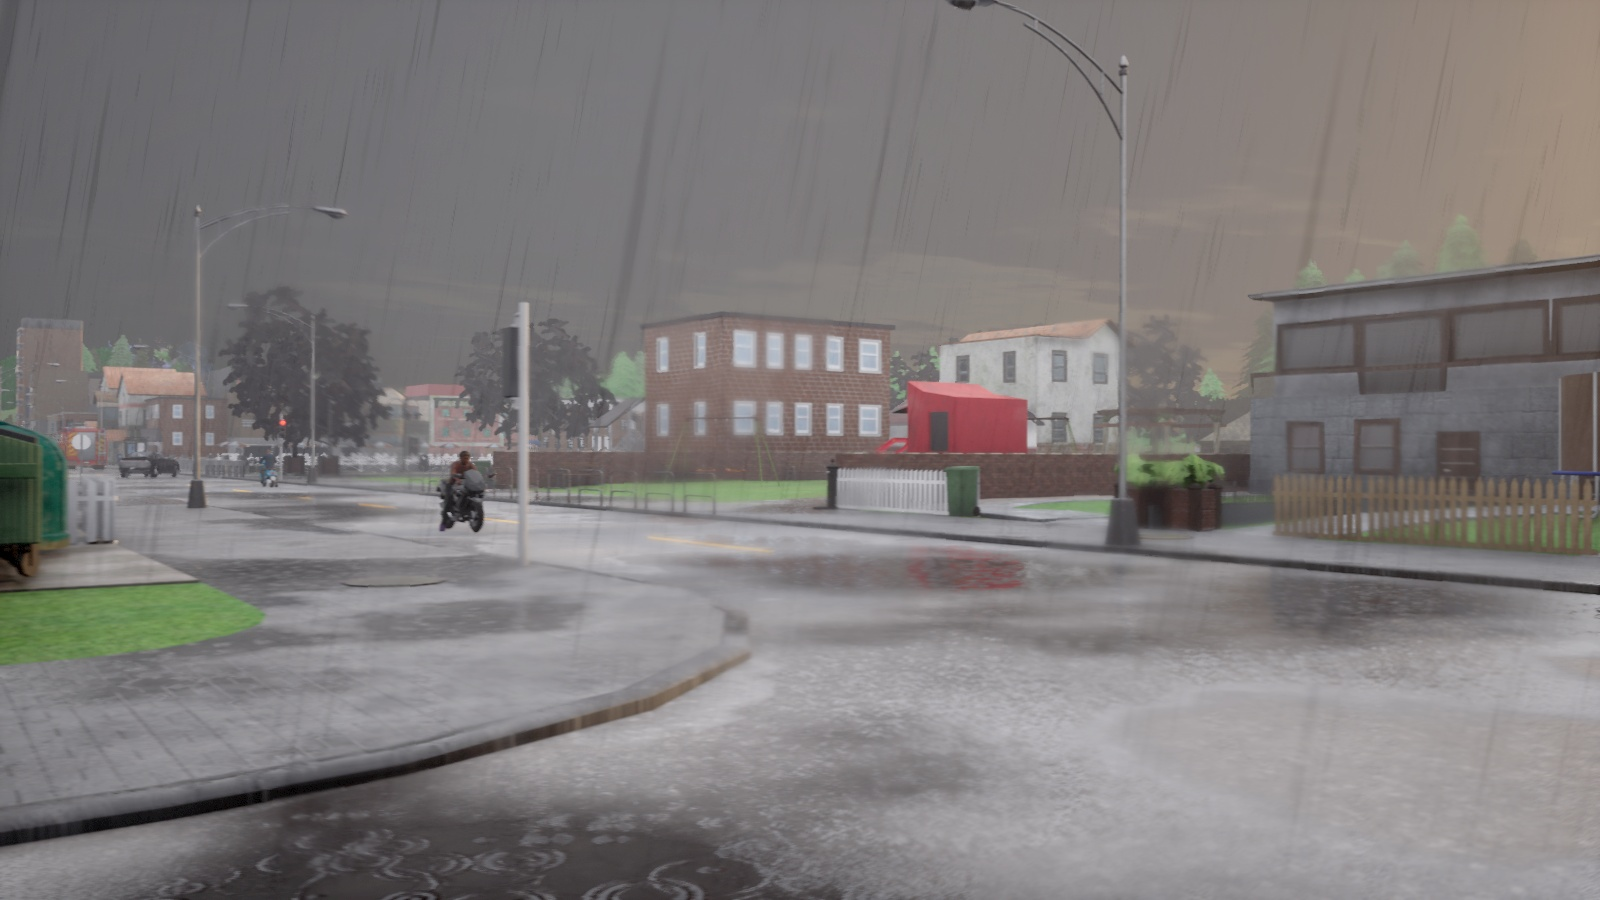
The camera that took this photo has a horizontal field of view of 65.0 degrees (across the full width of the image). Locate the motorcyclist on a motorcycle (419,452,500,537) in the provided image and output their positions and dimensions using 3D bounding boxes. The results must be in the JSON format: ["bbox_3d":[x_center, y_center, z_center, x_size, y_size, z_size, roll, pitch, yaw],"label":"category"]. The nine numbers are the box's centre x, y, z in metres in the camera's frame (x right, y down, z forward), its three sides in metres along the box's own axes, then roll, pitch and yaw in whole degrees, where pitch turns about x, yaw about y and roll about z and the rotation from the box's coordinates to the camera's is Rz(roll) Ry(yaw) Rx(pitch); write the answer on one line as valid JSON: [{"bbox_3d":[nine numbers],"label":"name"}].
[{"bbox_3d":[-6.399,0.794,23.556,0.797,1.523,2.044,0,0,-36],"label":"motorcyclist on a motorcycle"}]

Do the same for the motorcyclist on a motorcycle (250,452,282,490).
[{"bbox_3d":[-22.273,0.863,52.383,0.866,1.590,1.817,0,0,-36],"label":"motorcyclist on a motorcycle"}]

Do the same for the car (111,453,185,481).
[{"bbox_3d":[-37.035,0.939,71.432,2.128,1.511,4.902,0,0,-7],"label":"car"}]
